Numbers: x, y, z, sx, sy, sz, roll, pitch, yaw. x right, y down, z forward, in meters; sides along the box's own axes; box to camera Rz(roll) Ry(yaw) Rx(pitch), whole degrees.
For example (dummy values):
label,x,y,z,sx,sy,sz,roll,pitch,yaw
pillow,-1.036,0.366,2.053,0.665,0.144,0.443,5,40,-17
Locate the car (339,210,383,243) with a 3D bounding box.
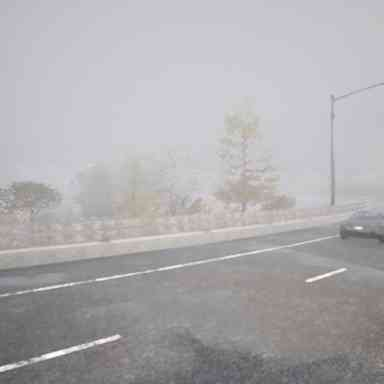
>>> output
label,x,y,z,sx,sy,sz,roll,pitch,yaw
car,8.963,1.597,16.422,4.181,1.385,1.994,0,0,-44
